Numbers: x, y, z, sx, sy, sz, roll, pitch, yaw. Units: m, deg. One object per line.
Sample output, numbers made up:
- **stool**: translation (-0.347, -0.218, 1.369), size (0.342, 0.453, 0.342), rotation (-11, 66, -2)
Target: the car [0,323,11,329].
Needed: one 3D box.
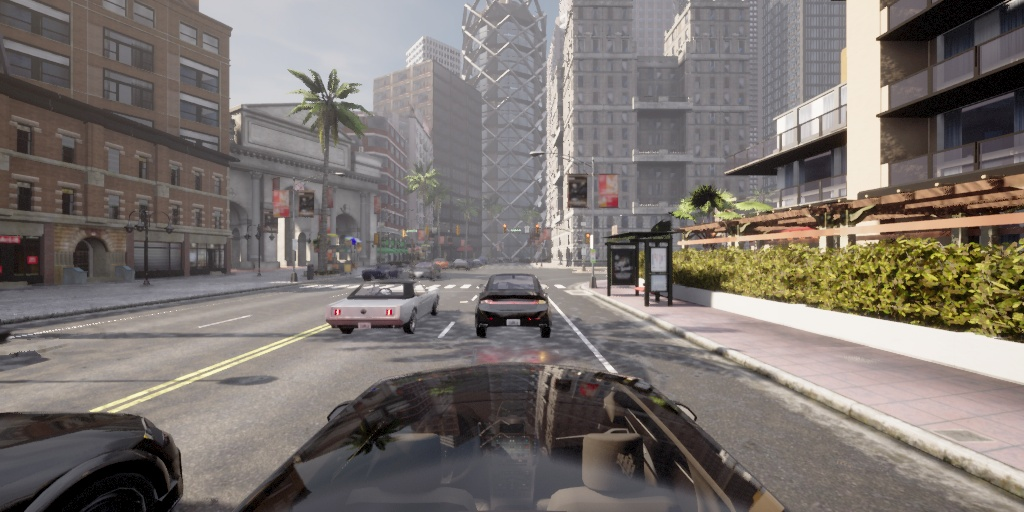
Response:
- **car**: translation (-10.605, 1.297, 4.454), size (2.033, 1.411, 5.357), rotation (0, 0, 0)

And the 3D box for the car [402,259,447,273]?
- **car**: translation (-7.161, 1.241, 29.839), size (2.128, 1.511, 4.902), rotation (0, 0, 0)

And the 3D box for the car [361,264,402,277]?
- **car**: translation (-10.661, 1.351, 29.651), size (1.895, 1.301, 4.718), rotation (0, 0, 0)

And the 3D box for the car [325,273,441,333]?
- **car**: translation (-3.457, 1.351, 10.668), size (1.895, 1.301, 4.718), rotation (0, 0, 0)

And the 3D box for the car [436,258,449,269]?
- **car**: translation (-10.704, 1.103, 53.108), size (2.097, 1.767, 4.553), rotation (0, 0, 0)

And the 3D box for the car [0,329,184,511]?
- **car**: translation (-3.392, 1.314, 0.849), size (1.994, 1.385, 4.181), rotation (0, 0, 0)

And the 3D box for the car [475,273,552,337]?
- **car**: translation (0.041, 1.242, 10.289), size (2.128, 1.511, 4.902), rotation (0, 0, 0)

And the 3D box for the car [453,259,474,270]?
- **car**: translation (-7.155, 1.297, 51.967), size (2.033, 1.411, 5.357), rotation (0, 0, -1)
